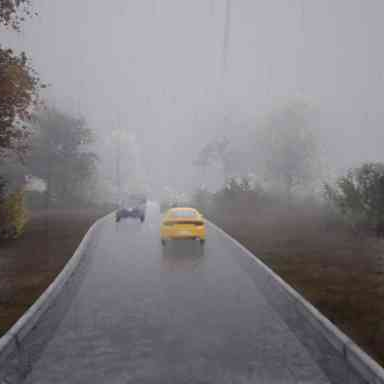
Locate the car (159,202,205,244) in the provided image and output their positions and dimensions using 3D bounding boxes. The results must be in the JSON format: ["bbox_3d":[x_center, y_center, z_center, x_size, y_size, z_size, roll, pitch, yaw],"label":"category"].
[{"bbox_3d":[-0.474,1.481,16.004,1.882,1.535,5.008,0,0,-3],"label":"car"}]

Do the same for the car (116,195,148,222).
[{"bbox_3d":[-4.815,1.359,26.693,2.097,1.767,4.553,0,0,-6],"label":"car"}]

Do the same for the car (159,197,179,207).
[{"bbox_3d":[-2.434,1.361,36.093,2.097,1.767,4.553,0,0,-7],"label":"car"}]
